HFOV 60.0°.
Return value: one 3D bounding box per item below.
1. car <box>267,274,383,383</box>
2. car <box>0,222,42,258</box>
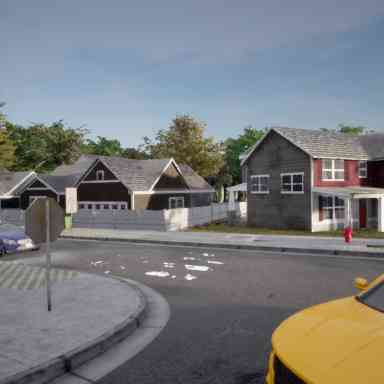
[{"bbox_3d":[3.134,1.482,3.621,5.008,1.535,1.882,0,0,-26],"label":"car"},{"bbox_3d":[-9.260,2.176,15.962,4.674,1.442,1.812,-2,0,30],"label":"car"}]
